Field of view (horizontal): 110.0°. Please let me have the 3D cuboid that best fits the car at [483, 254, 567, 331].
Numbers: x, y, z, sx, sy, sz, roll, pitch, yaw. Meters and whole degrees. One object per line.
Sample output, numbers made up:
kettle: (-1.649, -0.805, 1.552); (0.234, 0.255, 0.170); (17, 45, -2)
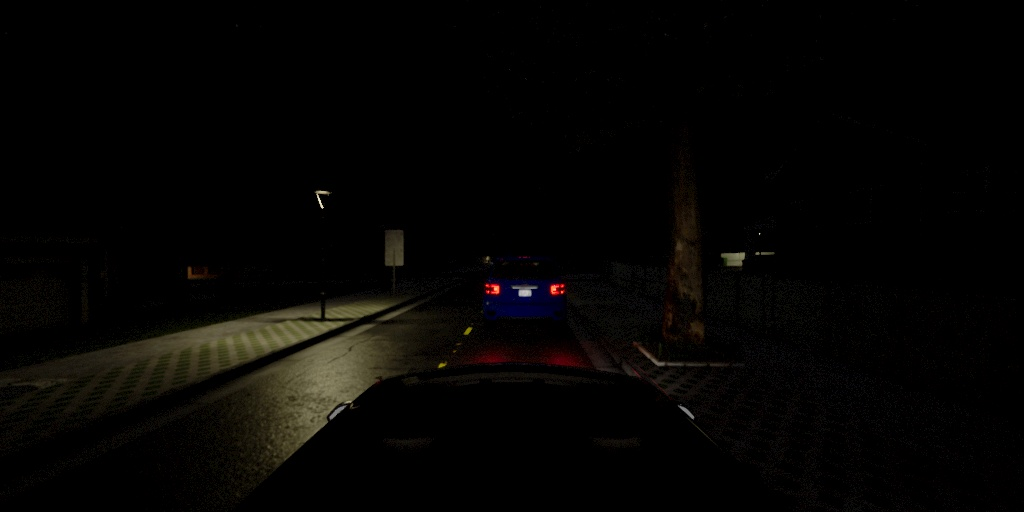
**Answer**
car: (0.382, 0.956, 11.075); (2.150, 2.045, 5.566); (0, 0, 2)
